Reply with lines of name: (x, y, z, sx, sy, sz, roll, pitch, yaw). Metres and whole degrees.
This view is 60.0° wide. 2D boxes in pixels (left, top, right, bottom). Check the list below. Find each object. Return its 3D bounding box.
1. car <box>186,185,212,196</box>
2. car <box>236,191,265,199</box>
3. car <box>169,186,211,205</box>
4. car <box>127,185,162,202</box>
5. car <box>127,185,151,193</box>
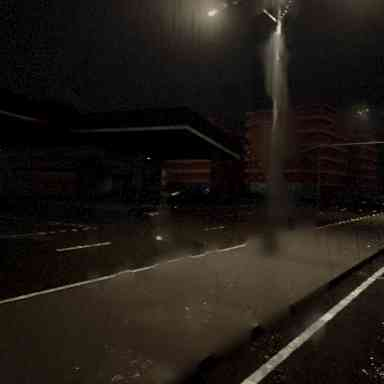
car: (1.233, -0.283, 62.293, 4.553, 1.767, 2.097, 3, 2, 40)
car: (9.634, 0.399, 55.365, 4.718, 1.301, 1.895, 3, 2, 39)
car: (-0.204, 0.406, 32.670, 2.242, 1.667, 4.611, 3, 2, 41)
car: (-5.074, 0.339, 35.815, 1.970, 1.475, 3.806, 3, 2, 41)
car: (-10.889, -0.622, 67.729, 4.902, 1.511, 2.128, 3, 2, 40)
